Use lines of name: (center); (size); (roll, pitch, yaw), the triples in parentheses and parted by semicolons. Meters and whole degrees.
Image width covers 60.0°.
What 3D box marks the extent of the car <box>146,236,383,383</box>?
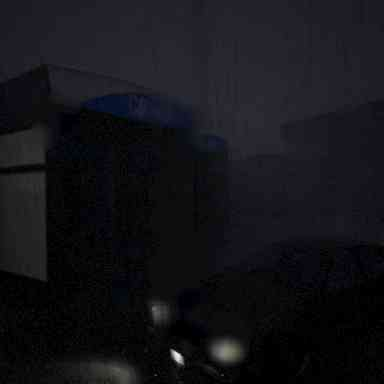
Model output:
car: (1.981, 1.492, 5.425); (5.357, 1.411, 2.033); (-1, 0, -36)

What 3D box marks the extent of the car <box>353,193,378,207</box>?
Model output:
car: (20.176, 0.985, 39.652); (4.611, 1.667, 2.242); (-1, 0, -36)
